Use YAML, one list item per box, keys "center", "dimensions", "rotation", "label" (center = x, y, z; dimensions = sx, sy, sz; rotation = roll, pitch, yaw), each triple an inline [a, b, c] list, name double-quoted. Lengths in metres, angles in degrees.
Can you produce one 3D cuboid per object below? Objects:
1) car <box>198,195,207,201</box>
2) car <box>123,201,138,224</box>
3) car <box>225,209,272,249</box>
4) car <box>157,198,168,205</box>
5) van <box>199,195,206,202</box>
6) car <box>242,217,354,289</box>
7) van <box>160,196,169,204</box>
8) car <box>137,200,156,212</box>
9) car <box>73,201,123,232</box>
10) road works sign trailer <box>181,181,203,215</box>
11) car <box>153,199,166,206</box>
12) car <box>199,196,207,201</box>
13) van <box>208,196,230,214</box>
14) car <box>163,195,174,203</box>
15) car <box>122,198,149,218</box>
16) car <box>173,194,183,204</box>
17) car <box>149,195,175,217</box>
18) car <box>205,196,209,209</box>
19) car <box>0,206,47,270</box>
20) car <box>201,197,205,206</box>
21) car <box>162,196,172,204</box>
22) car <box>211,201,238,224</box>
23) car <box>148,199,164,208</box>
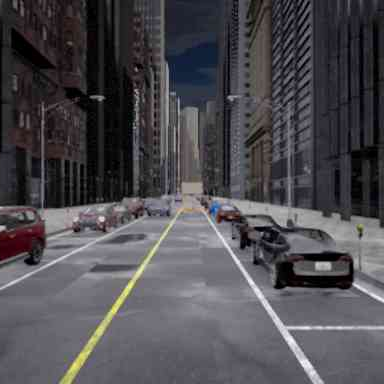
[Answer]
- center: [2.748, 1.621, 65.169]
  dimensions: [2.192, 1.841, 5.009]
  rotation: [0, 0, 0]
  label: "car"
- center: [-5.768, 1.665, 25.887]
  dimensions: [2.008, 1.369, 4.403]
  rotation: [0, 0, 0]
  label: "car"
- center: [2.760, 1.630, 14.686]
  dimensions: [1.947, 1.339, 4.313]
  rotation: [0, 0, 0]
  label: "car"
- center: [-5.778, 1.830, 64.983]
  dimensions: [1.752, 1.417, 4.829]
  rotation: [0, 0, 0]
  label: "car"
- center: [2.742, 1.765, 87.605]
  dimensions: [1.690, 1.788, 3.998]
  rotation: [0, 0, 0]
  label: "van"
- center: [2.762, 1.605, 9.077]
  dimensions: [1.947, 1.339, 4.313]
  rotation: [0, 0, 0]
  label: "car"
- center: [-5.779, 1.676, 70.763]
  dimensions: [1.690, 1.788, 3.998]
  rotation: [0, 0, 0]
  label: "van"
- center: [-5.772, 1.758, 42.715]
  dimensions: [1.947, 1.339, 4.313]
  rotation: [0, 0, 0]
  label: "car"
- center: [-5.766, 1.529, 20.278]
  dimensions: [1.967, 1.590, 4.097]
  rotation: [0, 0, 0]
  label: "car"
- center: [-0.008, 0.624, 35.851]
  dimensions: [2.380, 3.560, 2.880]
  rotation: [0, 0, 0]
  label: "road works sign trailer"
- center: [-5.776, 1.858, 59.543]
  dimensions: [1.802, 1.307, 4.206]
  rotation: [0, 0, 0]
  label: "car"
- center: [2.749, 1.858, 59.558]
  dimensions: [1.802, 1.307, 4.206]
  rotation: [0, 0, 0]
  label: "car"
- center: [2.756, 1.481, 31.514]
  dimensions: [1.690, 1.788, 3.998]
  rotation: [0, 0, 0]
  label: "van"
- center: [-5.782, 1.709, 81.982]
  dimensions: [2.192, 1.841, 5.009]
  rotation: [0, 0, 0]
  label: "car"
- center: [-5.768, 1.454, 31.498]
  dimensions: [2.192, 1.841, 5.009]
  rotation: [0, 0, 0]
  label: "car"
- center: [-3.018, 1.844, 74.775]
  dimensions: [2.033, 1.411, 5.357]
  rotation: [0, 0, 0]
  label: "car"
- center: [-3.105, 1.497, 32.620]
  dimensions: [2.097, 1.767, 4.553]
  rotation: [0, 0, 0]
  label: "car"
- center: [2.755, 1.606, 37.123]
  dimensions: [1.967, 1.590, 4.097]
  rotation: [0, 0, 0]
  label: "car"
- center: [-5.763, 1.354, 9.059]
  dimensions: [2.192, 1.841, 5.009]
  rotation: [0, 0, 0]
  label: "car"
- center: [2.752, 1.786, 48.340]
  dimensions: [1.947, 1.339, 4.313]
  rotation: [0, 0, 0]
  label: "car"
- center: [-5.781, 1.804, 76.372]
  dimensions: [1.967, 1.590, 4.097]
  rotation: [0, 0, 0]
  label: "car"
- center: [2.758, 1.659, 25.905]
  dimensions: [1.887, 1.381, 4.507]
  rotation: [0, 0, 0]
  label: "car"
- center: [-5.775, 1.798, 53.934]
  dimensions: [2.008, 1.369, 4.403]
  rotation: [0, 0, 0]
  label: "car"
